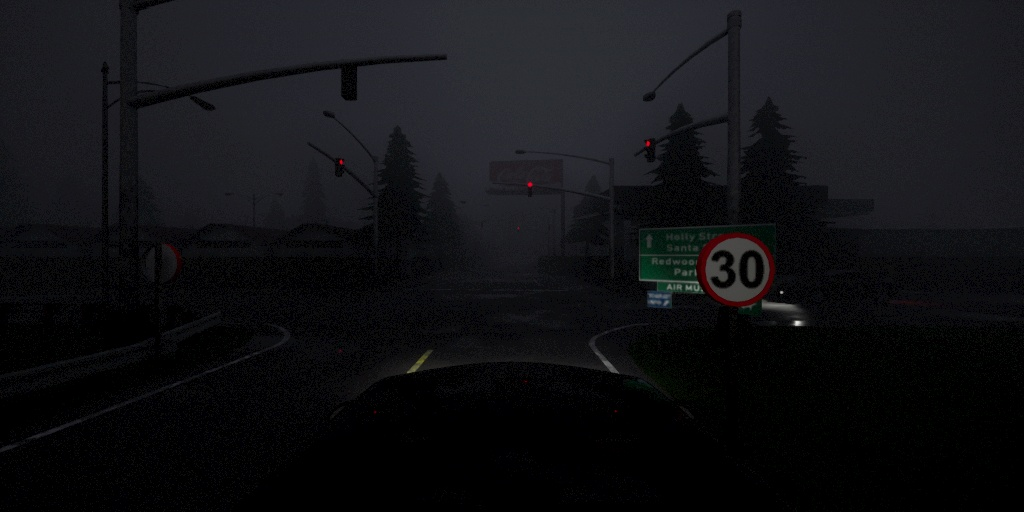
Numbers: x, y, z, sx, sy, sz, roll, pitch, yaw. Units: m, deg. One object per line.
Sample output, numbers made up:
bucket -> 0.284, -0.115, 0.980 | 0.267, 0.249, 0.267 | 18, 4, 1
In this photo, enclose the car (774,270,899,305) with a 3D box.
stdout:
car -> 15.193, 1.444, 16.947 | 4.892, 1.490, 1.837 | -1, 0, 1
